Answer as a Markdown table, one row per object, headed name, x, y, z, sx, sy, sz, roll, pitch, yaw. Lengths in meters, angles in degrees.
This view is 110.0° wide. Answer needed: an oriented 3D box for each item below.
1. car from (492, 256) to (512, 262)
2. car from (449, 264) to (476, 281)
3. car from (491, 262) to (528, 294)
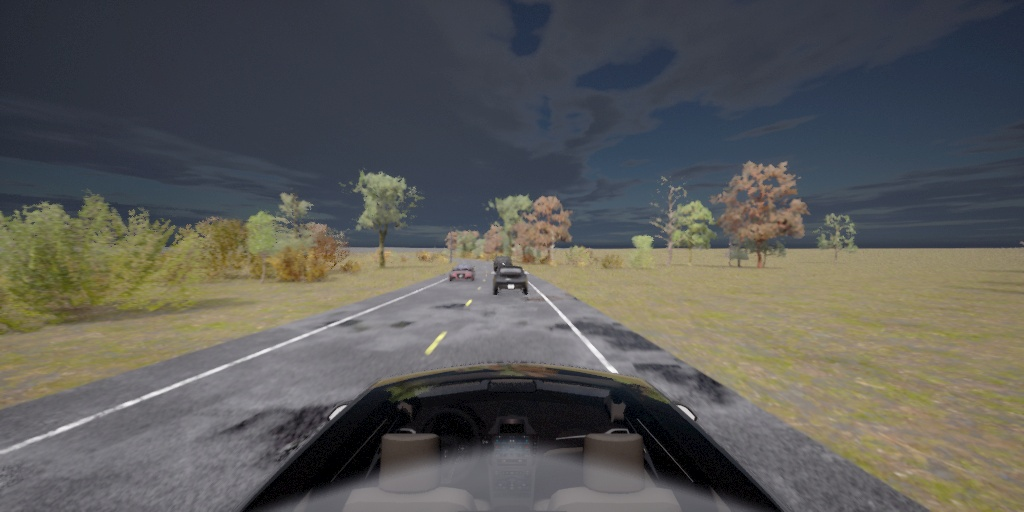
| name | x | y | z | sx | sy | sz | roll | pitch | yaw |
| --- | --- | --- | --- | --- | --- | --- | --- | --- | --- |
| car | -1.196 | 1.026 | 44.401 | 2.150 | 2.045 | 5.566 | 0 | 0 | -4 |
| car | -4.088 | 1.378 | 30.181 | 1.994 | 1.385 | 4.181 | 0 | 0 | -2 |
| car | -0.129 | 1.285 | 20.607 | 1.837 | 1.490 | 4.892 | 0 | 0 | -2 |
